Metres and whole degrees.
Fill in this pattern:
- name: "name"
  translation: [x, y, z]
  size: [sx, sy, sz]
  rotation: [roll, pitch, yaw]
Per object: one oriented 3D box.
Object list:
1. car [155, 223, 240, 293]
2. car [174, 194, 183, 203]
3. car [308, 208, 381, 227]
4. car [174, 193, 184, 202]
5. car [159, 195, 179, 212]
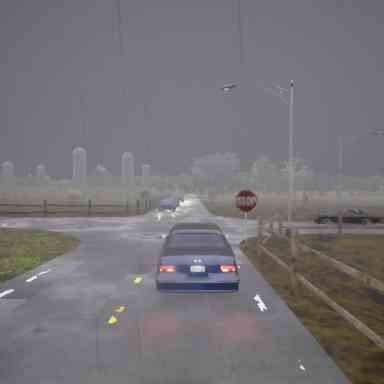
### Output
- name: "car"
  translation: [0.103, 1.543, 8.988]
  size: [2.033, 1.411, 5.357]
  rotation: [0, 0, 0]
- name: "car"
  translation: [-2.846, 1.441, 49.278]
  size: [2.128, 1.511, 4.902]
  rotation: [0, 0, 0]
- name: "car"
  translation: [11.107, 1.811, 24.579]
  size: [4.718, 1.301, 1.895]
  rotation: [1, 1, 0]
- name: "car"
  translation: [-2.769, 1.136, 68.423]
  size: [2.150, 2.045, 5.566]
  rotation: [0, 0, 0]
- name: "car"
  translation: [-2.808, 1.446, 38.844]
  size: [1.882, 1.535, 5.008]
  rotation: [0, 0, -1]
